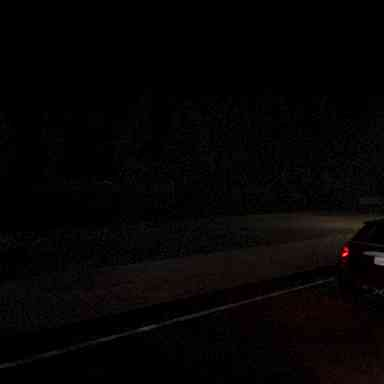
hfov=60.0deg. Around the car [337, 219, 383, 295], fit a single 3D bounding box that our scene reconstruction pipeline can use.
[{"bbox_3d":[5.349,1.351,7.561,4.553,1.767,2.097,0,0,-36],"label":"car"}]
